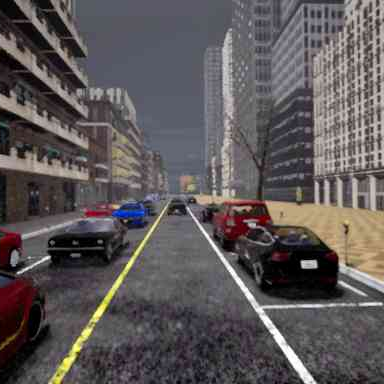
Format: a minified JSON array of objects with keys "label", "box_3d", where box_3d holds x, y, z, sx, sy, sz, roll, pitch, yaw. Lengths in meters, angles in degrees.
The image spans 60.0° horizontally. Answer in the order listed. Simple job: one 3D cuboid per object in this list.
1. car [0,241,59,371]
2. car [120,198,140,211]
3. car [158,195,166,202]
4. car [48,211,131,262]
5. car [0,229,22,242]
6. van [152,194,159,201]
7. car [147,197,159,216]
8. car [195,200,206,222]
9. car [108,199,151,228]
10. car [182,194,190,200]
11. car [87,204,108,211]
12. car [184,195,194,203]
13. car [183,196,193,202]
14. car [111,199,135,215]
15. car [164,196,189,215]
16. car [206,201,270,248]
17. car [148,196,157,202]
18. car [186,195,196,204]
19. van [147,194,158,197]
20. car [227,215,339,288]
[{"label":"car","box_3d":[-3.218,1.593,3.554,1.994,1.385,4.181,-1,0,-3]},{"label":"car","box_3d":[-7.641,1.569,41.485,1.752,1.417,4.829,0,0,-3]},{"label":"car","box_3d":[-6.651,1.443,76.616,2.033,1.411,5.357,-1,0,-3]},{"label":"car","box_3d":[-3.640,1.625,12.327,1.895,1.301,4.718,-1,0,-3]},{"label":"car","box_3d":[-6.046,1.598,8.556,1.887,1.381,4.507,0,0,-3]},{"label":"van","box_3d":[-10.051,1.416,91.301,1.690,1.788,3.998,0,0,-3]},{"label":"car","box_3d":[-4.596,1.522,33.122,1.837,1.490,4.892,-1,0,-3]},{"label":"car","box_3d":[1.523,1.524,25.508,1.947,1.339,4.313,0,0,-3]},{"label":"car","box_3d":[-4.135,1.498,22.719,1.882,1.535,5.008,-1,0,-3]},{"label":"car","box_3d":[-1.680,1.426,91.705,1.967,1.590,4.097,0,0,-3]},{"label":"car","box_3d":[-6.847,1.591,25.104,1.887,1.381,4.507,0,0,-3]},{"label":"car","box_3d":[-0.613,1.407,69.640,1.967,1.590,4.097,0,0,-3]},{"label":"car","box_3d":[-0.879,1.522,75.157,2.008,1.369,4.403,0,0,-3]},{"label":"car","box_3d":[-7.373,1.570,35.967,1.752,1.417,4.829,0,0,-3]},{"label":"car","box_3d":[-1.517,1.490,33.612,1.837,1.490,4.892,-1,0,-2]},{"label":"car","box_3d":[2.055,1.277,14.476,2.192,1.841,5.009,0,0,-3]},{"label":"car","box_3d":[-9.516,1.609,80.269,1.887,1.381,4.507,0,0,-3]},{"label":"car","box_3d":[-0.078,1.525,58.607,1.947,1.339,4.313,0,0,-3]},{"label":"van","box_3d":[-9.251,1.401,74.753,1.690,1.788,3.998,0,0,-3]},{"label":"car","box_3d":[2.324,1.531,8.959,1.947,1.339,4.313,0,0,-3]}]
